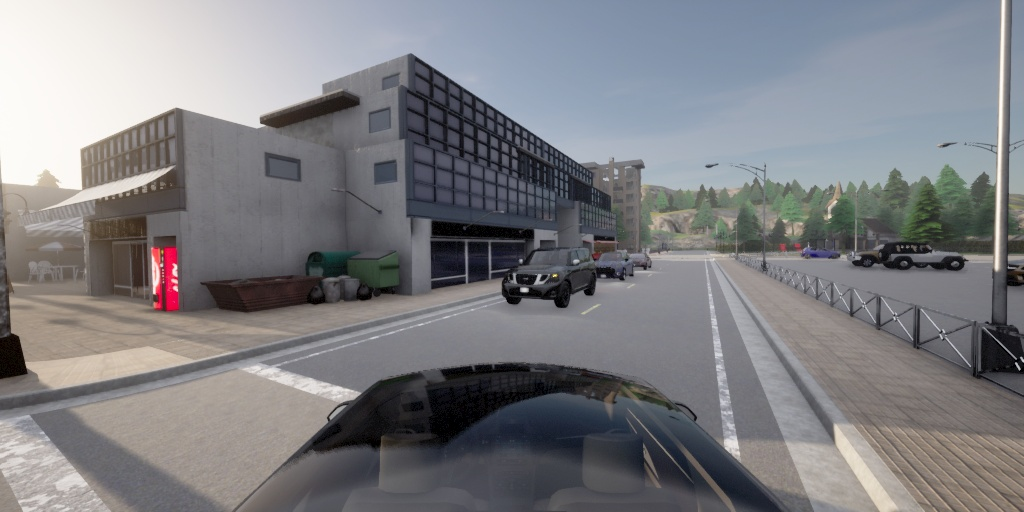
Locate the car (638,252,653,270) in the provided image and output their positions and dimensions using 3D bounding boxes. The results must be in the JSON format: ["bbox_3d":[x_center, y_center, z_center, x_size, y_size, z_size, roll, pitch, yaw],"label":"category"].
[{"bbox_3d":[11.160,0.406,31.704,1.812,1.442,4.674,0,2,28],"label":"car"}]

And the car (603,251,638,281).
[{"bbox_3d":[6.333,0.521,22.682,2.097,1.767,4.553,0,2,28],"label":"car"}]

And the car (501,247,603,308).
[{"bbox_3d":[1.697,0.670,14.007,2.150,2.045,5.566,0,2,28],"label":"car"}]
